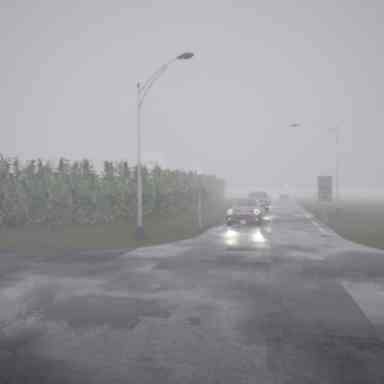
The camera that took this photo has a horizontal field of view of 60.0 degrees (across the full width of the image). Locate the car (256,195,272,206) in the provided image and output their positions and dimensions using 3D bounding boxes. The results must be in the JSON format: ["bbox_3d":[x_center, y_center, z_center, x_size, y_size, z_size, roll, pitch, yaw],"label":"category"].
[{"bbox_3d":[9.986,1.133,46.114,1.994,1.385,4.181,-1,0,15],"label":"car"}]

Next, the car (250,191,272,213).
[{"bbox_3d":[6.646,0.918,33.445,2.150,2.045,5.566,-1,0,15],"label":"car"}]

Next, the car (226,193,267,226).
[{"bbox_3d":[3.549,1.168,21.683,2.097,1.767,4.553,-1,0,15],"label":"car"}]

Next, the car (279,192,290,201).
[{"bbox_3d":[17.086,0.862,61.675,1.837,1.490,4.892,-1,0,15],"label":"car"}]
